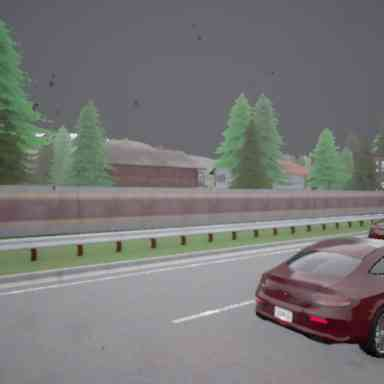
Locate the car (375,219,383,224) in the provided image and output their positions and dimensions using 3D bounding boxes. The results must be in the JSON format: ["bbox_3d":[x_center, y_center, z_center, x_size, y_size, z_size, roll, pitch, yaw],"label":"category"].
[{"bbox_3d":[9.873,1.658,15.089,4.181,1.385,1.994,0,0,-35],"label":"car"}]

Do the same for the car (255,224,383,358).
[{"bbox_3d":[3.157,1.559,6.015,4.674,1.442,1.812,0,0,-36],"label":"car"}]
